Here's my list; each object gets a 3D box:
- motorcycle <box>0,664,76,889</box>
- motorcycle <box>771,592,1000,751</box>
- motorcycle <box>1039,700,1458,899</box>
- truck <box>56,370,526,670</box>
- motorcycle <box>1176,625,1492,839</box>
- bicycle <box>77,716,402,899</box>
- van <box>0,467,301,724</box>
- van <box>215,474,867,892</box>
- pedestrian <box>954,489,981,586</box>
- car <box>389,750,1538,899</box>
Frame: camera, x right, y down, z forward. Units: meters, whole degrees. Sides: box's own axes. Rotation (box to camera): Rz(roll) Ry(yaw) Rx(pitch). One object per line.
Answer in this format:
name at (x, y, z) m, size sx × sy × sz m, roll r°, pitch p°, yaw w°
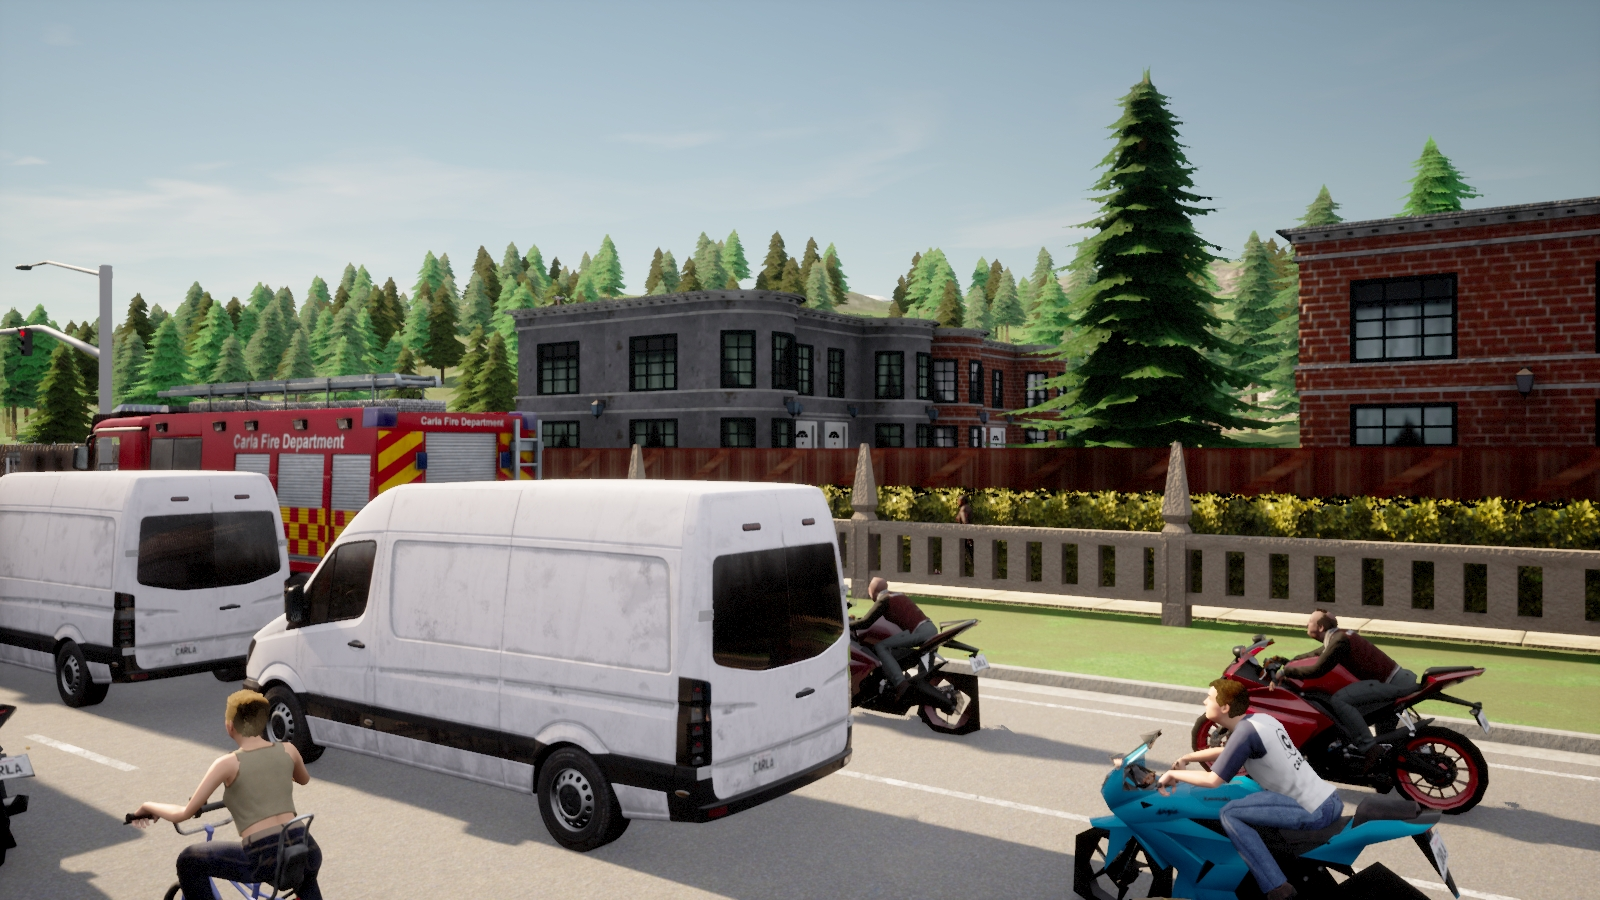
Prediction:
motorcycle at (-6.050, 2.205, 8.010) m, size 2.209 × 1.251 × 0.867 m, roll 0°, pitch 0°, yaw 35°
motorcycle at (0.853, 2.205, 11.733) m, size 2.209 × 1.251 × 0.867 m, roll 0°, pitch 0°, yaw 35°
motorcycle at (2.445, 2.186, 6.345) m, size 2.033 × 1.199 × 0.803 m, roll 0°, pitch 0°, yaw 35°
truck at (-8.356, 0.891, 18.177) m, size 8.468 × 3.827 × 2.891 m, roll 0°, pitch 0°, yaw 35°
motorcycle at (4.314, 2.205, 9.310) m, size 2.209 × 1.251 × 0.867 m, roll 0°, pitch 0°, yaw 35°
bicycle at (-2.830, 2.158, 5.745) m, size 1.487 × 1.277 × 0.859 m, roll 0°, pitch 0°, yaw 35°
van at (-8.827, 1.534, 14.236) m, size 5.915 × 2.561 × 1.988 m, roll 0°, pitch 0°, yaw 35°
van at (-2.471, 1.534, 9.781) m, size 5.915 × 2.561 × 1.988 m, roll 0°, pitch 0°, yaw 35°
pedestrian at (3.271, 1.696, 22.304) m, size 0.375 × 1.860 × 0.375 m, roll 0°, pitch 0°, yaw 35°
car at (0.956, 2.066, 3.117) m, size 4.193 × 1.474 × 1.816 m, roll 0°, pitch 0°, yaw 35°
